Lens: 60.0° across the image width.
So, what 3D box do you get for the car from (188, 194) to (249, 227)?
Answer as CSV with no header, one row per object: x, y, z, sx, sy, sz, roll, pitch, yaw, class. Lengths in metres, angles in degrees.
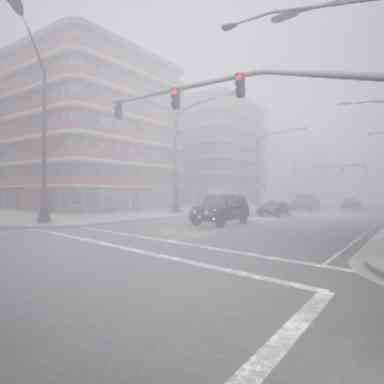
2.005,1.195,22.928,2.150,2.045,5.566,0,0,34,car

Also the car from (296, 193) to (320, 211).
13.685,1.197,39.981,2.150,2.045,5.566,0,0,35,car

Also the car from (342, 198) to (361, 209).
21.478,1.536,44.812,2.033,1.411,5.357,0,0,33,car

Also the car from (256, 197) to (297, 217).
7.851,1.522,31.478,2.033,1.411,5.357,0,0,34,car
